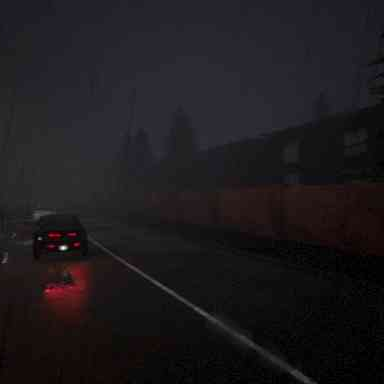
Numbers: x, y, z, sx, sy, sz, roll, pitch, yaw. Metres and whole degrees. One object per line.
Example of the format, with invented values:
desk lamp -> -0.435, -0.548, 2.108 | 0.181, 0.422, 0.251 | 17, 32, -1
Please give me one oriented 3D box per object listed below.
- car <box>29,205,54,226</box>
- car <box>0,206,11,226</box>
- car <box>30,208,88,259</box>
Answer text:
car -> -11.954, 1.781, 26.985 | 1.812, 1.442, 4.674 | 0, 0, -25
car -> -14.952, 1.781, 25.131 | 1.837, 1.490, 4.892 | 0, 0, -25
car -> -5.420, 1.629, 13.431 | 1.837, 1.490, 4.892 | 0, 0, -26
